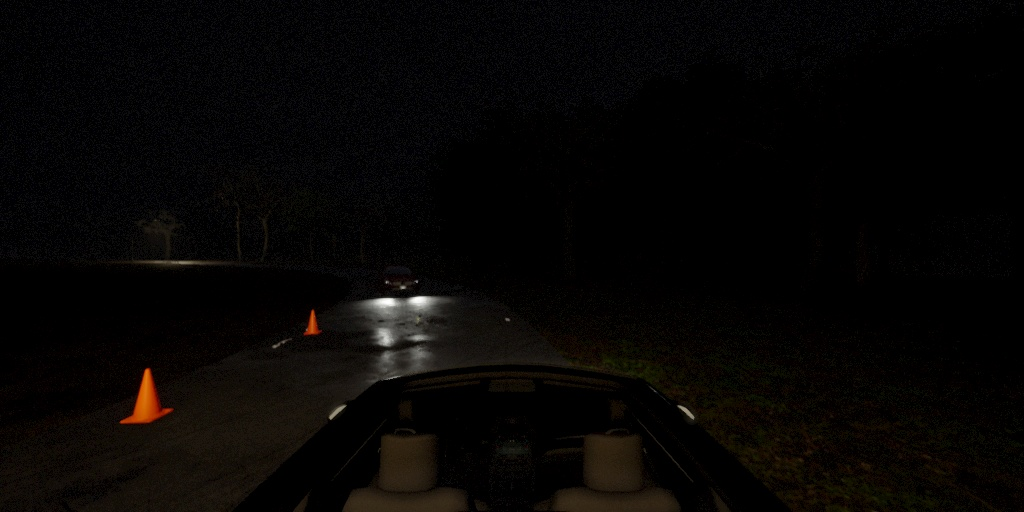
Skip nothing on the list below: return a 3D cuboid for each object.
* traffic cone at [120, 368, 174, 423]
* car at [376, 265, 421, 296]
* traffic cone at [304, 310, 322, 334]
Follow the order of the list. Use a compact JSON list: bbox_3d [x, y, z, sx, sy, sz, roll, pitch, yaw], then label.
[{"bbox_3d":[-4.484,1.684,4.414,0.340,0.580,0.340,0,0,-5],"label":"traffic cone"},{"bbox_3d":[-6.136,1.218,19.097,1.812,1.442,4.674,0,0,-25],"label":"car"},{"bbox_3d":[-5.086,1.673,9.156,0.340,0.580,0.340,0,0,-10],"label":"traffic cone"}]
